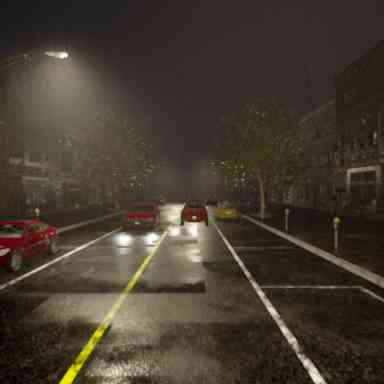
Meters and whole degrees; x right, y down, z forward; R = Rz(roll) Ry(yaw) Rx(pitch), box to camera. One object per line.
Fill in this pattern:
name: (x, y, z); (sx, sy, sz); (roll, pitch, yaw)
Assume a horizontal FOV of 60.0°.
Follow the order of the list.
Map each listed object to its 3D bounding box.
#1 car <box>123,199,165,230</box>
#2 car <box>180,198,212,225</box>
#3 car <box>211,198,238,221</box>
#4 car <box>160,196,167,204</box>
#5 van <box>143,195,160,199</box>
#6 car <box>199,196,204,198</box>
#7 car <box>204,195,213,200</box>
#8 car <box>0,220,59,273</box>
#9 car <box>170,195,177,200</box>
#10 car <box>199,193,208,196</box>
car: (-3.038, 1.475, 21.056); (1.882, 1.535, 5.008); (0, 0, 0)
car: (0.168, 1.475, 23.934); (1.882, 1.535, 5.008); (0, 0, 0)
car: (2.767, 1.522, 27.390); (1.752, 1.417, 4.829); (-1, 0, 0)
car: (-5.534, 1.434, 54.963); (1.967, 1.590, 4.097); (-1, 0, 0)
van: (-5.568, 1.337, 43.875); (1.690, 1.788, 3.998); (-1, 0, 0)
car: (0.227, 1.558, 43.898); (1.994, 1.385, 4.181); (0, 0, 0)
car: (2.831, 1.538, 49.395); (1.887, 1.381, 4.507); (-1, 0, 0)
car: (-5.661, 1.582, 10.611); (1.802, 1.307, 4.206); (-1, 0, 0)
car: (-5.422, 1.532, 93.771); (1.887, 1.381, 4.507); (-1, 0, 0)
car: (2.909, 1.304, 77.115); (2.192, 1.841, 5.009); (-1, 0, 0)
